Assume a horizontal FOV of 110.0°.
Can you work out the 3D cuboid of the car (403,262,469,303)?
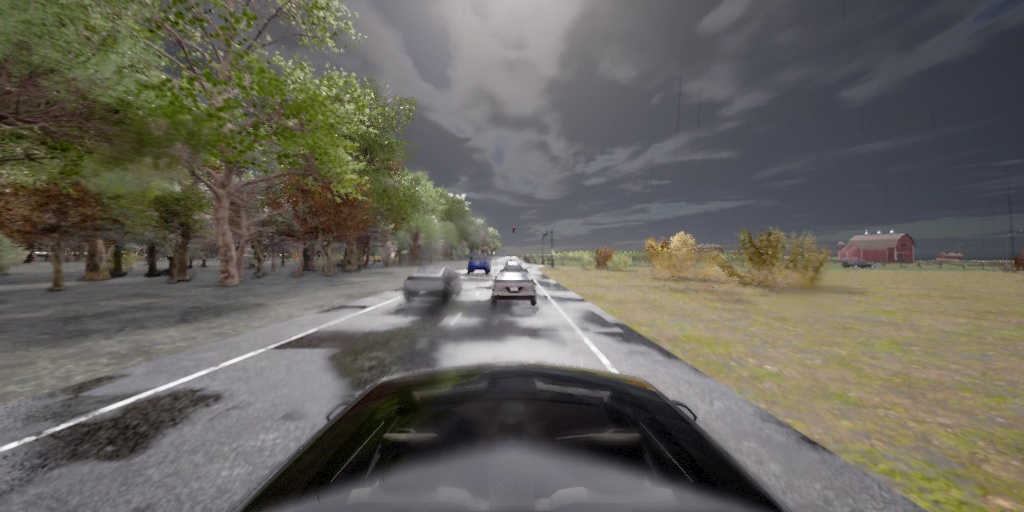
[{"bbox_3d":[-3.417,1.192,16.148,2.128,1.511,4.902,0,0,0],"label":"car"}]

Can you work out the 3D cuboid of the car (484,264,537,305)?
[{"bbox_3d":[0.083,1.248,15.709,2.033,1.411,5.357,0,0,0],"label":"car"}]

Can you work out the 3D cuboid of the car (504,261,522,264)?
[{"bbox_3d":[0.110,1.178,38.152,1.994,1.385,4.181,0,0,0],"label":"car"}]

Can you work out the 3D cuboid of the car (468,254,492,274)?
[{"bbox_3d":[-3.389,0.836,37.858,2.150,2.045,5.566,0,0,0],"label":"car"}]
